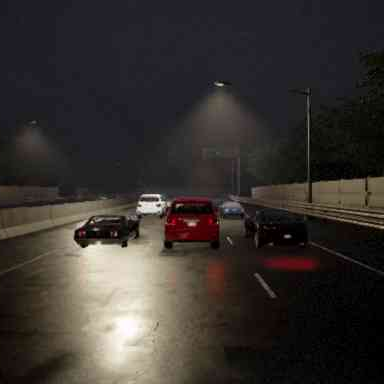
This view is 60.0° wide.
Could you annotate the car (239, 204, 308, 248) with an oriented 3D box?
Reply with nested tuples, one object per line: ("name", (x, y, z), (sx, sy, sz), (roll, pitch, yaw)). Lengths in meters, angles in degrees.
("car", (3.500, 1.477, 14.651), (1.882, 1.535, 5.008), (0, 0, 0))

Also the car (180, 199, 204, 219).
("car", (0.000, 1.464, 29.651), (1.882, 1.535, 5.008), (0, 0, 0))

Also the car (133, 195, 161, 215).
("car", (-3.499, 1.237, 29.680), (2.150, 2.045, 5.566), (0, 0, 0))

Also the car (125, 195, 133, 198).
("car", (-13.999, 1.389, 75.471), (1.837, 1.490, 4.892), (0, 0, 0))

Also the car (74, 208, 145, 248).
("car", (-3.500, 1.608, 14.681), (1.895, 1.301, 4.718), (0, 0, 0))

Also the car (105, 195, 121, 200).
("car", (-17.499, 1.429, 75.471), (2.033, 1.411, 5.357), (0, 0, 0))

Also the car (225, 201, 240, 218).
("car", (3.500, 1.542, 29.652), (2.033, 1.411, 5.357), (0, 0, 0))

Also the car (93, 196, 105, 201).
("car", (-20.999, 1.484, 75.442), (1.895, 1.301, 4.718), (0, 0, 0))

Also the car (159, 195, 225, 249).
("car", (0.000, 1.249, 14.680), (2.150, 2.045, 5.566), (0, 0, 0))
